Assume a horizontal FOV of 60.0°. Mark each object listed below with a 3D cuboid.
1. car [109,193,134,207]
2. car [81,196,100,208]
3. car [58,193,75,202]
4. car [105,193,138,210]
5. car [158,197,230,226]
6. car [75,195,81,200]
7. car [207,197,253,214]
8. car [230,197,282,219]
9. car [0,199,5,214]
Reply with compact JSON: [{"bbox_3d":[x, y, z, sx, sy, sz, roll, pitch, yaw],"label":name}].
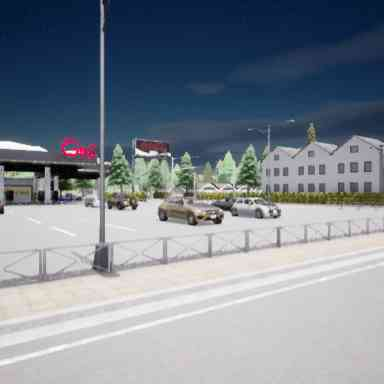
[{"bbox_3d":[-9.674,1.045,45.386,1.905,1.878,3.866,0,0,-36],"label":"car"},{"bbox_3d":[-12.735,1.328,43.953,1.970,1.475,3.806,0,0,-36],"label":"car"},{"bbox_3d":[-28.976,1.444,73.382,4.611,1.667,2.242,0,0,-36],"label":"car"},{"bbox_3d":[-7.780,1.066,37.072,1.932,1.855,4.605,0,0,-36],"label":"car"},{"bbox_3d":[-0.238,1.123,21.098,2.152,1.636,5.027,0,0,-36],"label":"car"},{"bbox_3d":[-28.733,1.277,80.510,3.866,1.878,1.905,0,0,-36],"label":"car"},{"bbox_3d":[3.685,1.269,32.954,2.007,1.523,4.514,0,0,-36],"label":"car"},{"bbox_3d":[4.798,1.203,25.089,1.970,1.475,3.806,0,0,-36],"label":"car"},{"bbox_3d":[-18.333,1.264,30.417,2.007,1.523,4.514,0,0,-36],"label":"car"}]
